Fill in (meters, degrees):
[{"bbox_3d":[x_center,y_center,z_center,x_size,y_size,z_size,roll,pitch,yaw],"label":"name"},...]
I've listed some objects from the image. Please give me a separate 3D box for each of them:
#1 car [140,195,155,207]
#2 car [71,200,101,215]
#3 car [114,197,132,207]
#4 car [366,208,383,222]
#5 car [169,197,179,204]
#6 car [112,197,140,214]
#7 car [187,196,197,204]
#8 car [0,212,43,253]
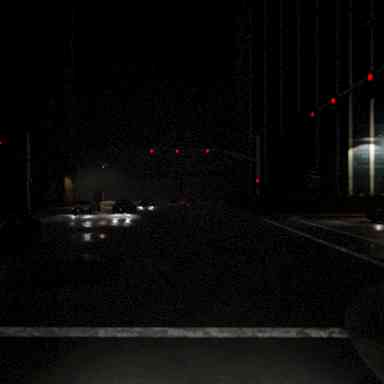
[{"bbox_3d":[-7.118,1.359,52.740,2.097,1.767,4.553,0,0,0],"label":"car"},{"bbox_3d":[-10.889,1.530,34.570,1.812,1.442,4.674,0,0,3],"label":"car"},{"bbox_3d":[-10.613,1.532,51.129,1.812,1.442,4.674,0,0,0],"label":"car"},{"bbox_3d":[15.466,1.480,24.388,5.008,1.535,1.882,0,0,-1],"label":"car"},{"bbox_3d":[-3.545,1.609,65.588,1.895,1.301,4.718,0,0,0],"label":"car"},{"bbox_3d":[-7.119,1.567,35.179,1.994,1.385,4.181,0,0,0],"label":"car"},{"bbox_3d":[-0.044,1.533,65.021,1.812,1.442,4.674,0,0,0],"label":"car"},{"bbox_3d":[-7.108,1.493,11.921,2.128,1.511,4.902,0,0,0],"label":"car"}]
